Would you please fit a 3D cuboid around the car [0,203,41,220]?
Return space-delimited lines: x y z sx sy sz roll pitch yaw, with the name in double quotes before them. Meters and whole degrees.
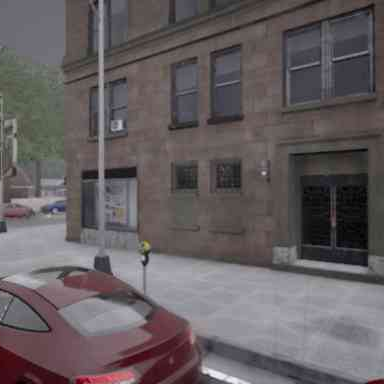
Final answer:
"car" -15.634 1.647 28.290 1.994 1.385 4.181 0 0 36

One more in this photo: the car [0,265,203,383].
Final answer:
"car" -1.837 1.605 4.113 4.206 1.307 1.802 0 0 35

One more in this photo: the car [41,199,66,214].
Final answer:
"car" -13.986 1.538 36.230 1.882 1.535 5.008 0 0 35

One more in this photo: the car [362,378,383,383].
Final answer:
"car" 2.664 1.534 0.921 4.507 1.381 1.887 0 0 35
